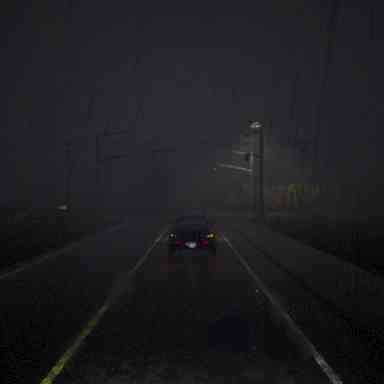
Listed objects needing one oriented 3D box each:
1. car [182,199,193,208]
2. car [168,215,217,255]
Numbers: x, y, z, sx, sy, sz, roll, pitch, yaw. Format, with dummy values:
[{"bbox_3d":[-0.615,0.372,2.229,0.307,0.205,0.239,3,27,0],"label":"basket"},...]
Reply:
[{"bbox_3d":[-0.832,2.118,65.542,2.097,1.767,4.553,0,-1,-2],"label":"car"},{"bbox_3d":[0.018,1.681,13.882,1.812,1.442,4.674,0,0,0],"label":"car"}]
